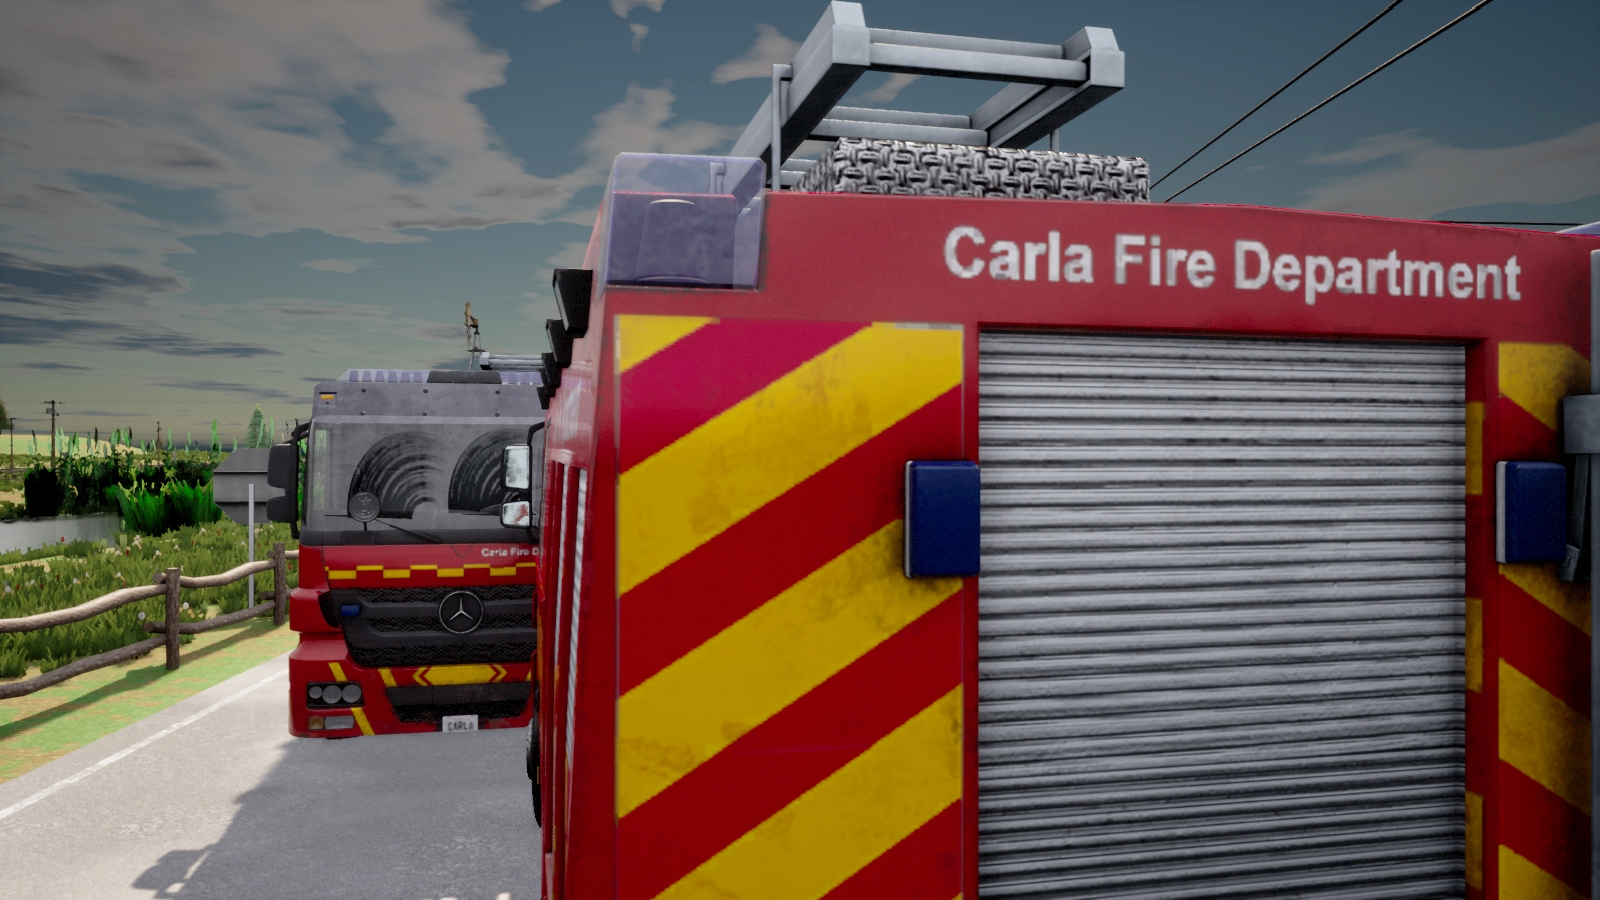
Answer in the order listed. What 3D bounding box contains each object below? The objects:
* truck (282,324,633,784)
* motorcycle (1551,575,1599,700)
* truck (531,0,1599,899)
[{"bbox_3d":[-3.885,0.862,13.966,2.891,3.827,8.468,0,0,-13],"label":"truck"},{"bbox_3d":[9.813,2.142,13.178,1.805,1.316,0.856,0,0,-7],"label":"motorcycle"},{"bbox_3d":[-0.115,0.866,6.874,2.891,3.827,8.468,0,0,-13],"label":"truck"}]
